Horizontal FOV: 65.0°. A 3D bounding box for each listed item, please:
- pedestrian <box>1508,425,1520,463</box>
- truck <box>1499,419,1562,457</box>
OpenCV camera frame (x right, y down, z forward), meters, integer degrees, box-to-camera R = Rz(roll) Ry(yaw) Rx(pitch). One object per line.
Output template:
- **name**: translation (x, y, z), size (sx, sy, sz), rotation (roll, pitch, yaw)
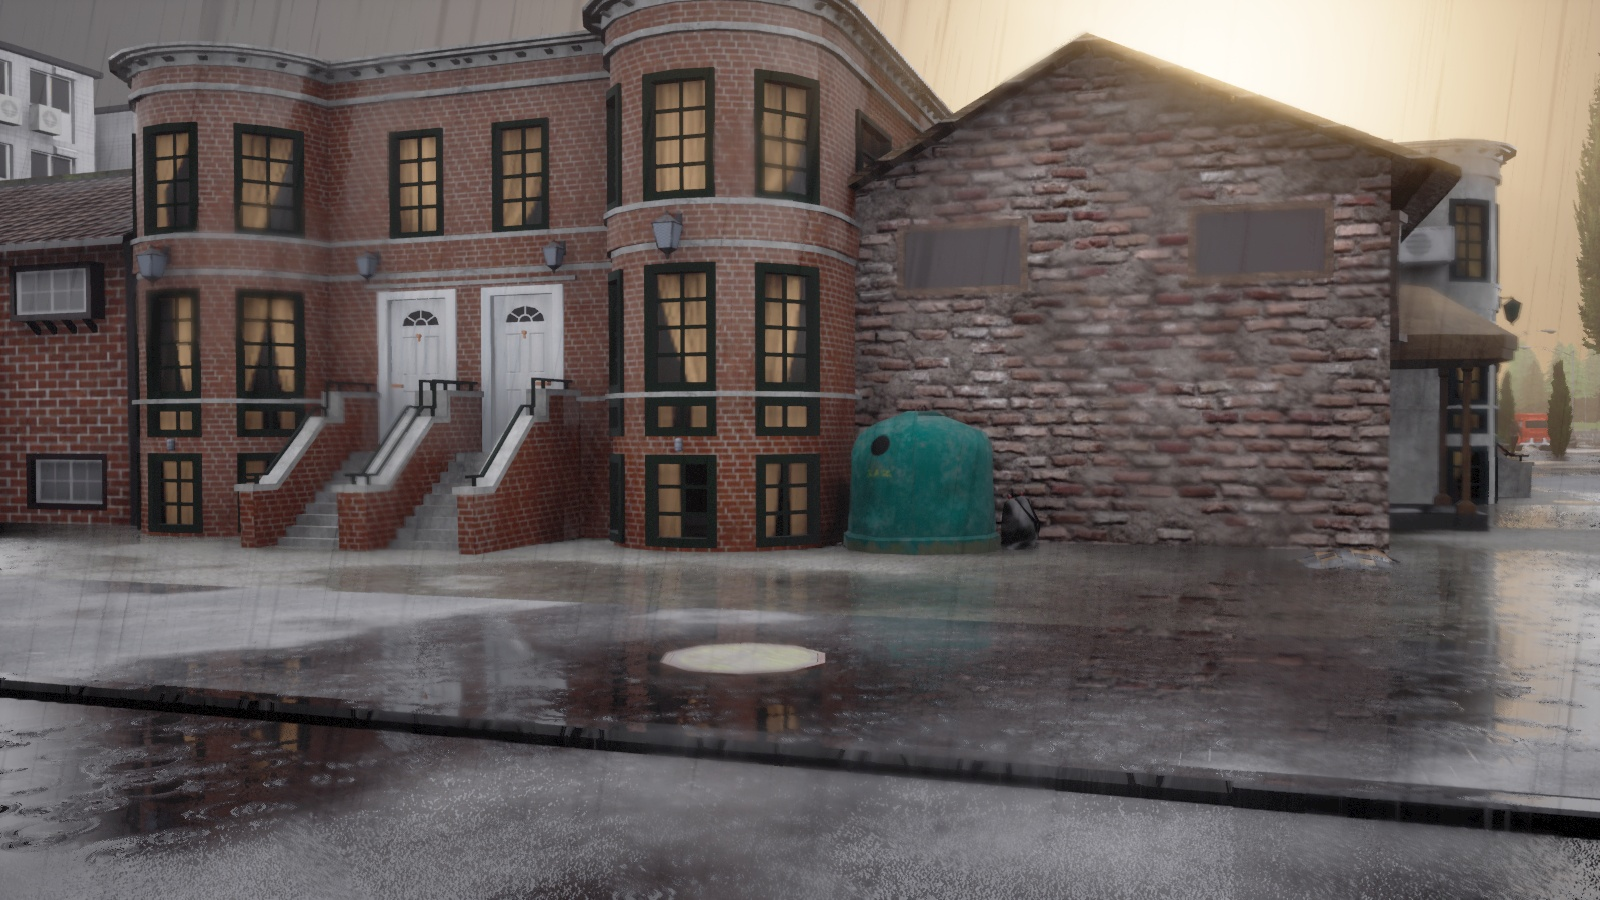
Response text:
- **pedestrian**: translation (34.799, -0.313, 61.211), size (0.331, 1.846, 0.634), rotation (1, 1, 18)
- **truck**: translation (48.081, -0.805, 82.758), size (2.627, 2.467, 5.204), rotation (1, 1, 19)
